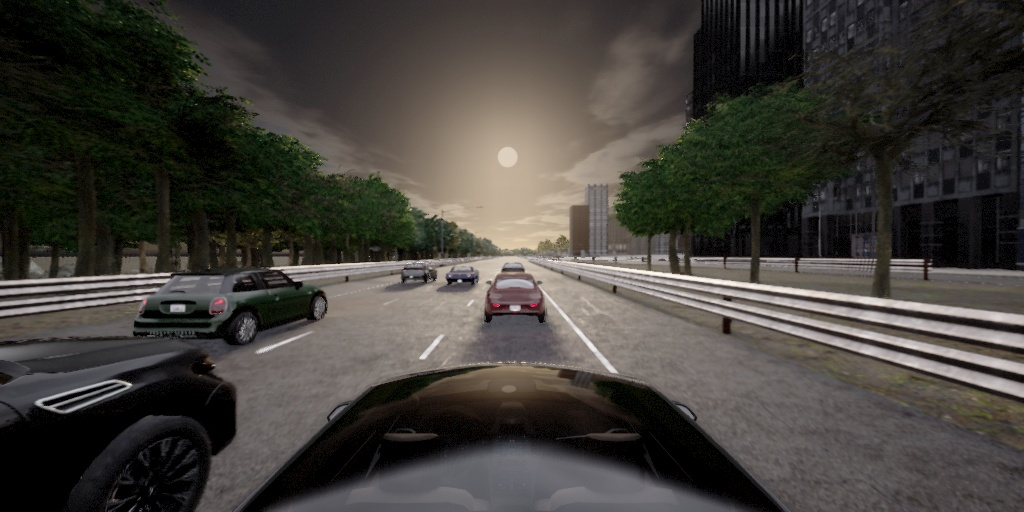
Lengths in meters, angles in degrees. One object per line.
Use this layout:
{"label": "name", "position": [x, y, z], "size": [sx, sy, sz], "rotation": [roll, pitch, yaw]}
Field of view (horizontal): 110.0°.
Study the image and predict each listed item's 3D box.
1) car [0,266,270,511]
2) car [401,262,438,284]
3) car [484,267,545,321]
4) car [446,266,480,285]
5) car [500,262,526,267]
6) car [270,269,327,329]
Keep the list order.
{"label": "car", "position": [-3.400, 0.973, 0.620], "size": [2.150, 2.045, 5.566], "rotation": [0, 0, 0]}
{"label": "car", "position": [-6.907, 1.224, 27.072], "size": [2.128, 1.511, 4.902], "rotation": [0, 0, 0]}
{"label": "car", "position": [0.083, 1.269, 12.218], "size": [1.812, 1.442, 4.674], "rotation": [0, 0, 0]}
{"label": "car", "position": [-3.407, 1.334, 25.626], "size": [1.895, 1.301, 4.718], "rotation": [0, 0, 0]}
{"label": "car", "position": [0.091, 1.209, 28.625], "size": [1.882, 1.535, 5.008], "rotation": [0, 0, 0]}
{"label": "car", "position": [-6.902, 1.098, 9.530], "size": [2.097, 1.767, 4.553], "rotation": [0, 0, 0]}
